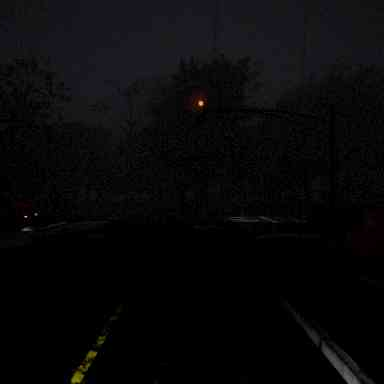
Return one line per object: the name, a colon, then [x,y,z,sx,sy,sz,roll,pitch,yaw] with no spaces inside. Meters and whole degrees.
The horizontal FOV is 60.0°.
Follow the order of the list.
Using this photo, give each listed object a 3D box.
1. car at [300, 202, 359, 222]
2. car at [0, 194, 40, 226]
car: [11.107,1.647,26.404,4.718,1.301,1.895,0,0,0]
car: [-13.492,1.171,22.870,5.566,2.045,2.150,0,0,0]
